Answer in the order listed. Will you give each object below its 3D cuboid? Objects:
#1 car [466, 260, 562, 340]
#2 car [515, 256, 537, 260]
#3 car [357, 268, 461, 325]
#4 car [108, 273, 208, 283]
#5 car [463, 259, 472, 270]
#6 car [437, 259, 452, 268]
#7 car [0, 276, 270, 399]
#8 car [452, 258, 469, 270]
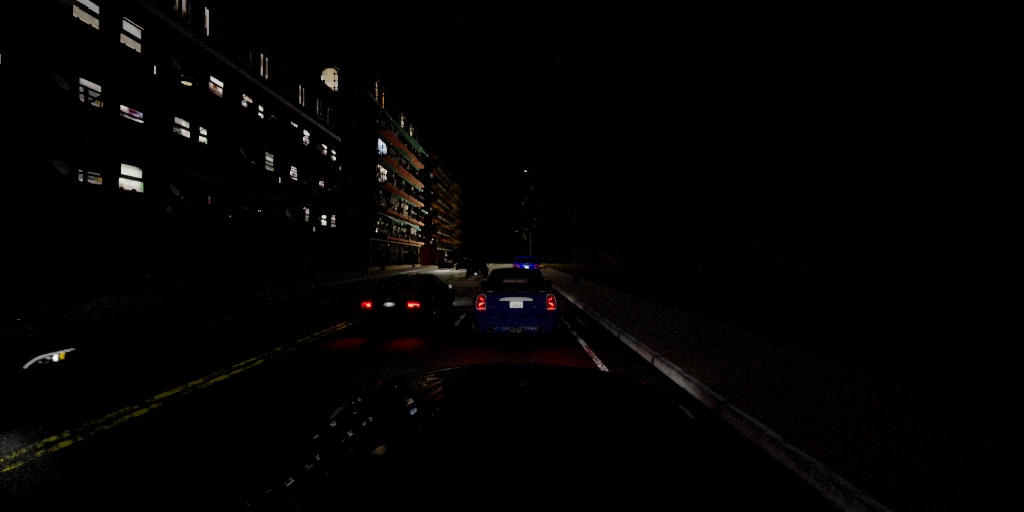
[{"bbox_3d":[0.097,1.103,10.099,2.097,1.767,4.553,0,0,0],"label":"car"},{"bbox_3d":[1.135,0.979,30.053,2.150,2.045,5.566,0,0,0],"label":"car"},{"bbox_3d":[-3.154,1.299,11.721,2.033,1.411,5.357,0,0,0],"label":"car"},{"bbox_3d":[-9.852,1.256,9.835,1.837,1.490,4.892,0,0,0],"label":"car"},{"bbox_3d":[-3.154,1.260,33.573,1.837,1.490,4.892,0,1,0],"label":"car"},{"bbox_3d":[-9.848,1.244,53.466,2.128,1.511,4.902,0,0,0],"label":"car"},{"bbox_3d":[-6.603,1.276,6.627,1.812,1.442,4.674,0,0,0],"label":"car"},{"bbox_3d":[-6.600,1.105,49.885,2.097,1.767,4.553,0,0,0],"label":"car"}]
